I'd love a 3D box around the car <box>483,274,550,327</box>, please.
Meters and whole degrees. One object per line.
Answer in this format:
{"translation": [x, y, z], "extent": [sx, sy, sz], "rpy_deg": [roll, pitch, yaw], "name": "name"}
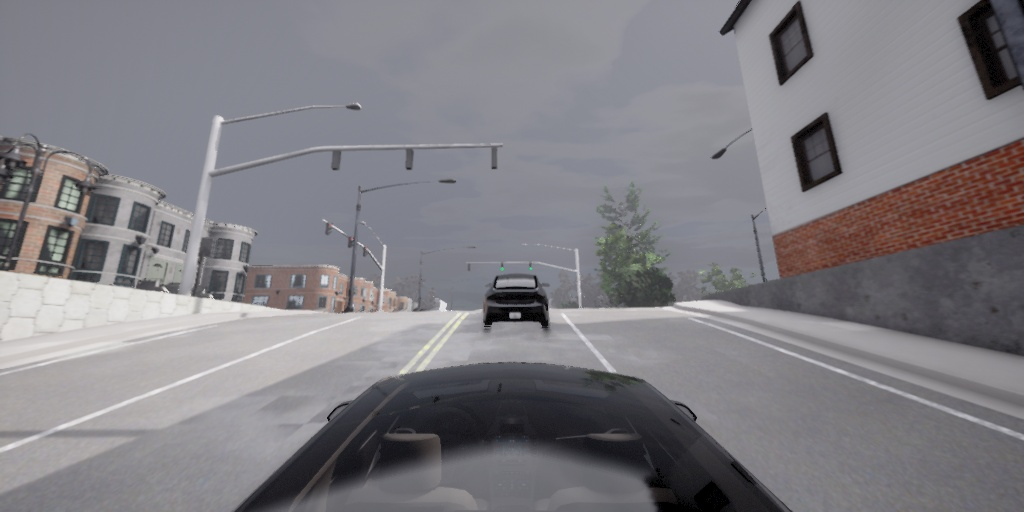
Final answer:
{"translation": [0.174, 1.301, 11.631], "extent": [1.837, 1.490, 4.892], "rpy_deg": [-1, -1, 2], "name": "car"}
